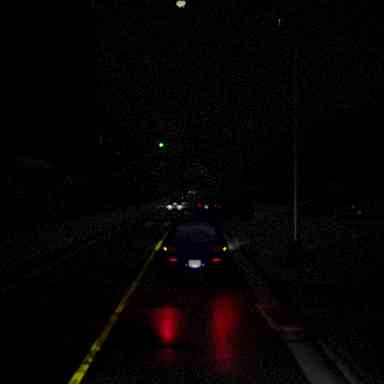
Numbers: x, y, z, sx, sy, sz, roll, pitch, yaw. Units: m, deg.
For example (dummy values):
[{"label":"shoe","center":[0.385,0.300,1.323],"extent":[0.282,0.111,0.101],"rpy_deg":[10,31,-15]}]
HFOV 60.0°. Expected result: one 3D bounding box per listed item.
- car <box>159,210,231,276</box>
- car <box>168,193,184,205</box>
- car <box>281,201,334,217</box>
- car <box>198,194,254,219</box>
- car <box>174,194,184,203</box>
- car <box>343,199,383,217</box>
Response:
[{"label":"car","center":[0.083,1.489,10.065],"extent":[1.812,1.442,4.674],"rpy_deg":[0,0,0]},{"label":"car","center":[-2.812,1.156,55.582],"extent":[2.150,2.045,5.566],"rpy_deg":[0,0,1]},{"label":"car","center":[10.365,1.460,29.953],"extent":[4.507,1.381,1.887],"rpy_deg":[0,0,0]},{"label":"car","center":[2.730,1.161,26.102],"extent":[2.150,2.045,5.566],"rpy_deg":[-2,-1,38]},{"label":"car","center":[-2.755,1.309,71.076],"extent":[2.097,1.767,4.553],"rpy_deg":[0,0,0]},{"label":"car","center":[15.829,1.350,29.950],"extent":[4.097,1.590,1.967],"rpy_deg":[0,0,0]}]
